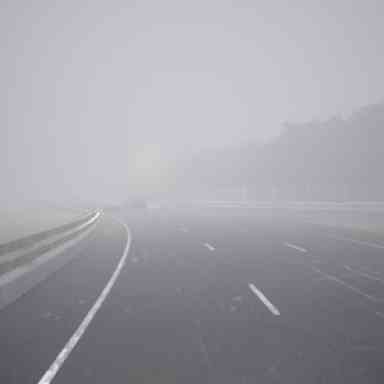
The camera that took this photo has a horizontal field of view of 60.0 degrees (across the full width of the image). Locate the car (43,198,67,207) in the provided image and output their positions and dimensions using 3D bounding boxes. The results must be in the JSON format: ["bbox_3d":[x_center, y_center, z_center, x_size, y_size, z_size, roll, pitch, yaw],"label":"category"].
[{"bbox_3d":[-29.530,2.414,71.525,5.008,1.535,1.882,-1,-1,45],"label":"car"}]

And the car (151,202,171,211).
[{"bbox_3d":[-4.758,2.086,48.850,1.895,1.301,4.718,0,-1,-27],"label":"car"}]

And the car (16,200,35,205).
[{"bbox_3d":[-41.475,2.648,81.845,4.892,1.490,1.837,-1,-1,36],"label":"car"}]

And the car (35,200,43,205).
[{"bbox_3d":[-38.232,2.685,83.758,4.181,1.385,1.994,-1,-1,36],"label":"car"}]

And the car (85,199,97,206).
[{"bbox_3d":[-23.455,2.387,75.351,1.882,1.535,5.008,0,-1,-43],"label":"car"}]

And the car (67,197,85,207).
[{"bbox_3d":[-26.568,2.149,73.492,5.566,2.045,2.150,-1,-1,45],"label":"car"}]

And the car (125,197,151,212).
[{"bbox_3d":[-8.203,1.736,47.988,2.150,2.045,5.566,0,0,-27],"label":"car"}]

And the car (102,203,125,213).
[{"bbox_3d":[-11.123,2.124,45.995,1.895,1.301,4.718,0,-1,-27],"label":"car"}]

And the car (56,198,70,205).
[{"bbox_3d":[-33.877,2.474,87.037,2.097,1.767,4.553,0,-1,-40],"label":"car"}]
